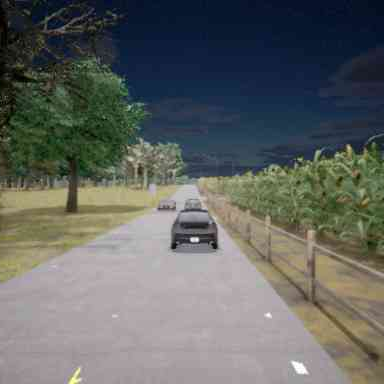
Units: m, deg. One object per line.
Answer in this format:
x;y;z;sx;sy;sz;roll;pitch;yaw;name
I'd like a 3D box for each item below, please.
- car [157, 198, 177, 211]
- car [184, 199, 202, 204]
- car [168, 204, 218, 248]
-2.748;1.426;37.475;1.994;1.385;4.181;0;1;0;car
0.101;1.403;34.725;2.033;1.411;5.357;0;1;0;car
0.099;1.489;14.554;1.837;1.490;4.892;0;0;0;car
